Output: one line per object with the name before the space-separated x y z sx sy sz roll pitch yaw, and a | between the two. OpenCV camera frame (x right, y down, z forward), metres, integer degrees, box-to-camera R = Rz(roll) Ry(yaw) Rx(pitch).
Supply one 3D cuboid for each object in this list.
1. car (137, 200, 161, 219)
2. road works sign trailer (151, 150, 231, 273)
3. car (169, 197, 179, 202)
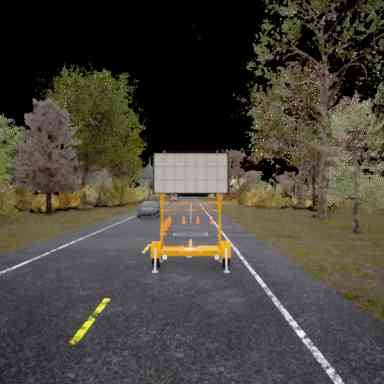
car | -3.718 1.525 29.652 1.837 1.490 4.892 0 0 0
road works sign trailer | -0.036 0.467 10.672 2.380 3.560 2.880 0 0 0
car | -3.782 1.666 70.598 1.994 1.385 4.181 0 0 0
